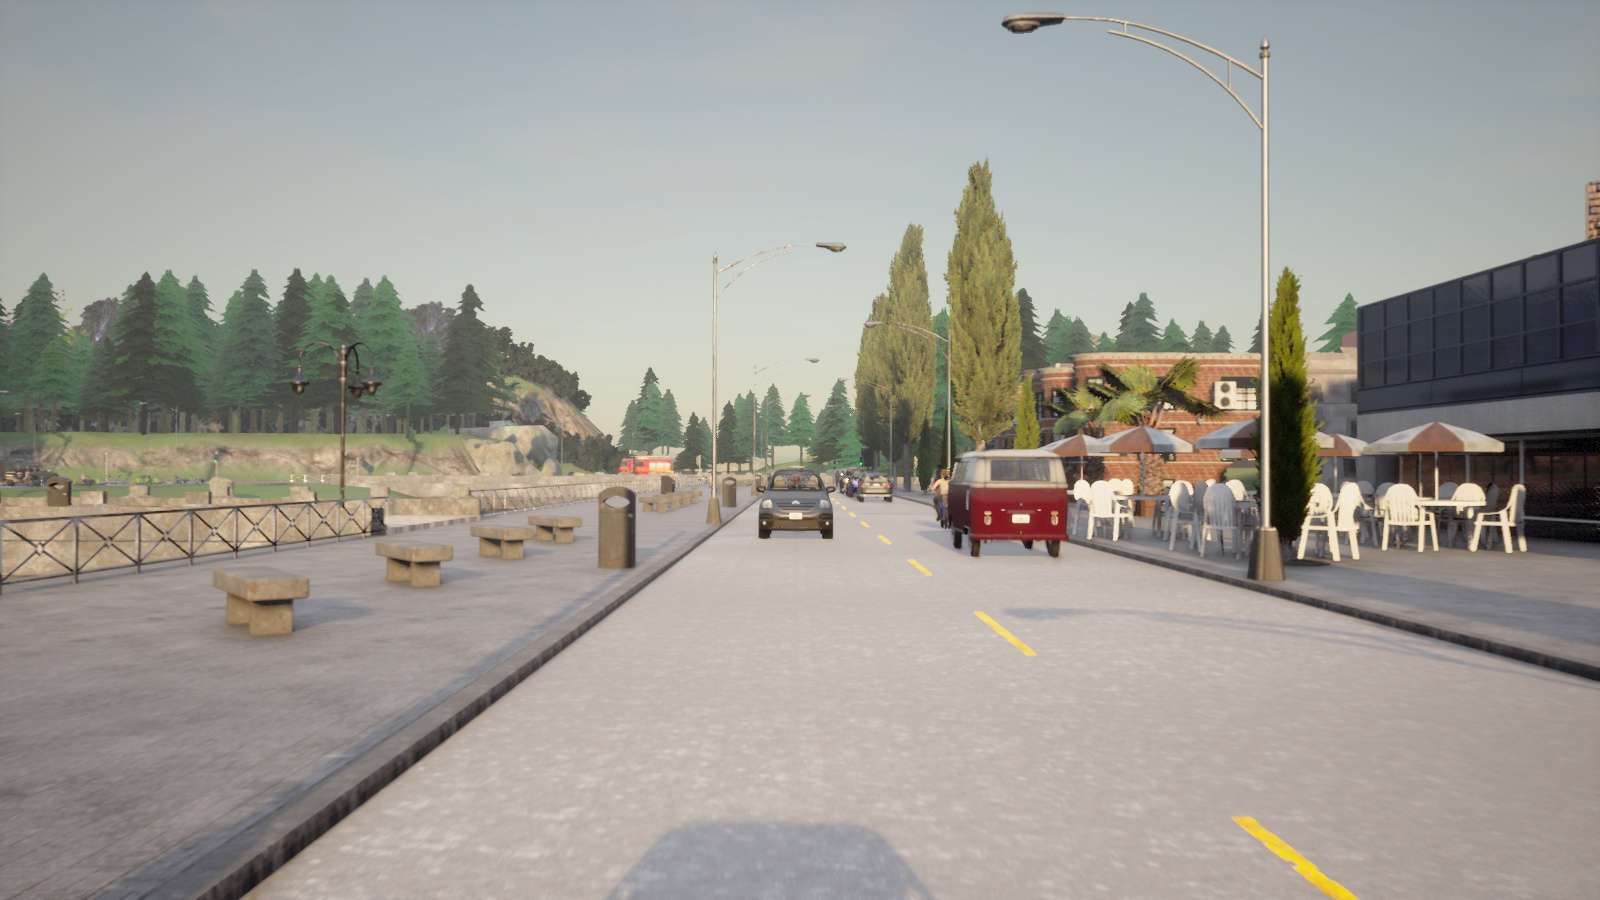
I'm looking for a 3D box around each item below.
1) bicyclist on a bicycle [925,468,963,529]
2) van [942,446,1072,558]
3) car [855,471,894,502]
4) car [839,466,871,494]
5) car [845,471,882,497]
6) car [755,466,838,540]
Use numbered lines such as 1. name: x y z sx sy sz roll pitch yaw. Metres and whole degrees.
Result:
1. bicyclist on a bicycle: 3.908 1.304 34.160 0.866 1.612 1.509 0 -1 0
2. van: 3.932 0.960 24.525 1.775 1.987 4.442 0 -1 0
3. car: 3.825 1.859 64.897 1.789 1.549 3.705 0 -1 0
4. car: 3.768 2.058 86.549 1.932 1.855 4.605 0 -1 0
5. car: 3.796 2.007 75.677 2.007 1.525 4.514 0 -1 0
6. car: -0.081 1.211 29.882 1.851 1.617 3.988 0 -1 0
